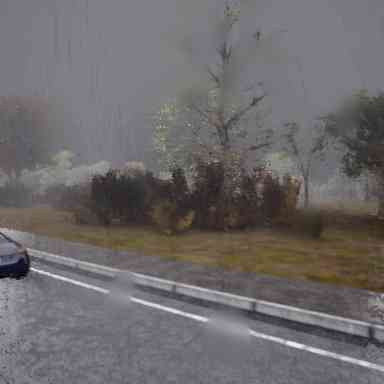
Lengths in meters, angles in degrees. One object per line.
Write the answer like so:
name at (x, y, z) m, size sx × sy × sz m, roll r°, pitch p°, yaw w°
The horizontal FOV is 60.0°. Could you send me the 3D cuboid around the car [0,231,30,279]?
car at (-6.167, 1.590, 9.040) m, size 4.181 × 1.385 × 1.994 m, roll 0°, pitch 0°, yaw 40°
